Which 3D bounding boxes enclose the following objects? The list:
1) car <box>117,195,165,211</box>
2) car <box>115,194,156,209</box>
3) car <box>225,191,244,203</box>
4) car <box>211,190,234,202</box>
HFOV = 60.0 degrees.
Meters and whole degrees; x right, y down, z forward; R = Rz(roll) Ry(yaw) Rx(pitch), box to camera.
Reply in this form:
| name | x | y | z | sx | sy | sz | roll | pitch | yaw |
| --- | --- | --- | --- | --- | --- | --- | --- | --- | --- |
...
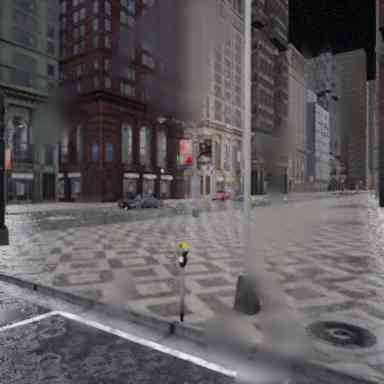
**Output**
| name | x | y | z | sx | sy | sz | roll | pitch | yaw |
| --- | --- | --- | --- | --- | --- | --- | --- | --- | --- |
| car | -5.150 | 1.225 | 35.911 | 2.033 | 1.411 | 5.357 | 0 | 1 | 35 |
| car | -6.611 | 1.120 | 39.454 | 1.882 | 1.535 | 5.008 | 0 | 1 | 36 |
| car | 7.722 | 0.927 | 53.829 | 1.812 | 1.442 | 4.674 | 0 | 1 | 36 |
| car | 5.360 | 0.628 | 56.106 | 2.150 | 2.045 | 5.566 | 0 | 1 | 35 |
